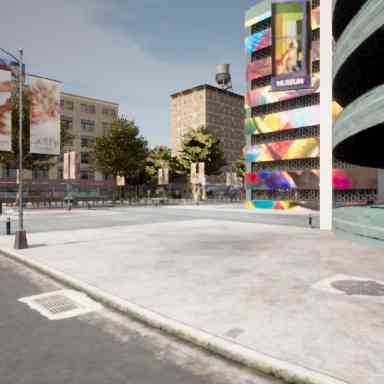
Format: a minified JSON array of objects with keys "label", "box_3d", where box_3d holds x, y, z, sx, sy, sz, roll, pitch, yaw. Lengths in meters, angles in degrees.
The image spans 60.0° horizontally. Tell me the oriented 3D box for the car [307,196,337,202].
[{"label":"car","box_3d":[14.979,1.320,39.725,4.674,1.452,2.002,0,0,-44]}]
